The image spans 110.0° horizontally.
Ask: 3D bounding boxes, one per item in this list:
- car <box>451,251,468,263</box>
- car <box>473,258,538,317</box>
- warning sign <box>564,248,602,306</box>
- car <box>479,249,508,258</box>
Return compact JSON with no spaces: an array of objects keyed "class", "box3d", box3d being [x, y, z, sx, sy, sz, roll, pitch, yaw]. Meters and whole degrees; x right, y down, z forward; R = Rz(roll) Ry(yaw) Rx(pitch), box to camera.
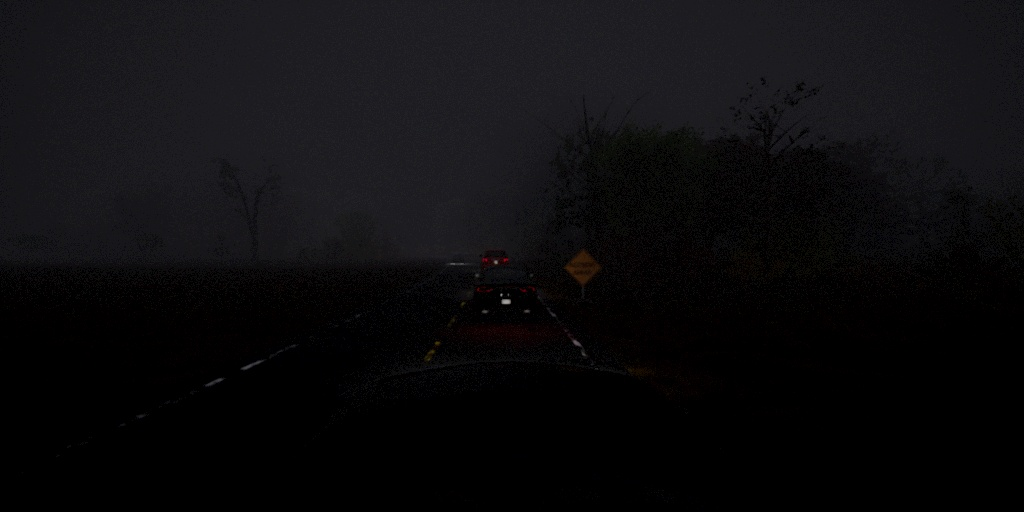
[{"class":"car","box3d":[-8.103,0.343,53.962,2.033,1.411,5.357,0,1,-10]},{"class":"car","box3d":[-0.250,1.033,12.215,1.882,1.535,5.008,0,1,-2]},{"class":"warning sign","box3d":[2.396,0.669,12.136,1.300,1.860,1.060,0,0,-2]},{"class":"car","box3d":[-1.445,0.466,29.234,2.150,2.045,5.566,0,1,-5]}]
